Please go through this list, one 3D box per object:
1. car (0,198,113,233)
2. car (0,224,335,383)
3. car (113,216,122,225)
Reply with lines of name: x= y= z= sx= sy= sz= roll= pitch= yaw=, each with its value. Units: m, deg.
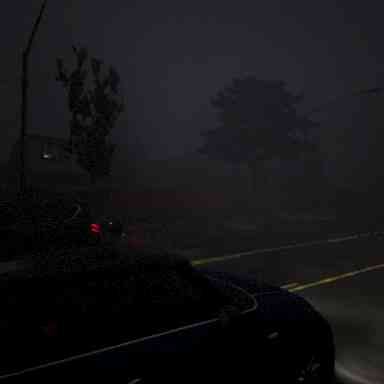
car: x=-5.241 y=1.217 z=8.853 sx=5.566 sy=2.045 sz=2.150 roll=-1 pitch=0 yaw=-36
car: x=-0.602 y=1.345 z=3.318 sx=4.553 sy=1.767 sz=2.097 roll=0 pitch=0 yaw=-36
car: x=-5.125 y=1.473 z=13.234 sx=4.902 sy=1.511 sz=2.128 roll=0 pitch=0 yaw=-36
